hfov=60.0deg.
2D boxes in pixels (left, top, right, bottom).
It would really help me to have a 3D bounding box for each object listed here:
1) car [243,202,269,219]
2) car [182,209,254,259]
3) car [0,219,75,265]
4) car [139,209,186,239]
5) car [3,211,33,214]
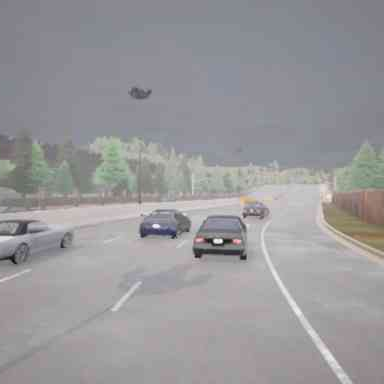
[{"bbox_3d":[5.950,1.672,30.751,2.033,1.411,5.357,0,0,20],"label":"car"},{"bbox_3d":[1.215,1.593,12.874,2.033,1.411,5.357,0,0,9],"label":"car"},{"bbox_3d":[-5.994,1.603,11.743,1.895,1.301,4.718,0,0,7],"label":"car"},{"bbox_3d":[-1.326,1.610,17.969,1.994,1.385,4.181,0,0,12],"label":"car"},{"bbox_3d":[-11.675,1.524,20.738,1.812,1.442,4.674,0,0,13],"label":"car"}]
